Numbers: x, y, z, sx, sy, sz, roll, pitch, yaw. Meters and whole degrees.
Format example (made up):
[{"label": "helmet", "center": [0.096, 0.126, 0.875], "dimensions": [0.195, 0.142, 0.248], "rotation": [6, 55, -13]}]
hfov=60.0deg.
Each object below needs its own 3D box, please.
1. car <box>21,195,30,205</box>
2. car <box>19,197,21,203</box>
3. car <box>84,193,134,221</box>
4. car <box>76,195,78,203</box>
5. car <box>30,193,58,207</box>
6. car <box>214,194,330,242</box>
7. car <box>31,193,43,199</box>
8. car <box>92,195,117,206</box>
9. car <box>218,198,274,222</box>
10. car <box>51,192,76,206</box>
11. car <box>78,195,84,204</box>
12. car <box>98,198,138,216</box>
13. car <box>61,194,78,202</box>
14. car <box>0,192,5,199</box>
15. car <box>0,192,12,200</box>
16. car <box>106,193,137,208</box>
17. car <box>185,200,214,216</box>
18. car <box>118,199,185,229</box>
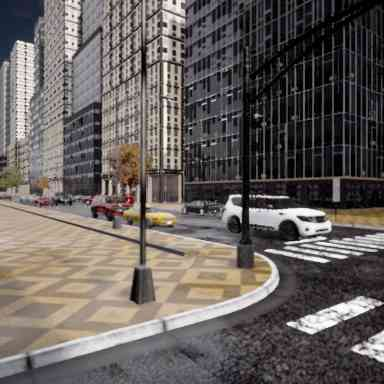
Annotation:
[{"label": "car", "center": [-22.953, 1.218, 48.451], "dimensions": [2.008, 1.369, 4.403], "rotation": [1, 0, -36]}, {"label": "car", "center": [-26.327, 1.178, 53.014], "dimensions": [2.008, 1.369, 4.403], "rotation": [1, 0, -36]}, {"label": "car", "center": [-6.160, 1.165, 25.576], "dimensions": [2.192, 1.841, 5.009], "rotation": [1, 0, -36]}, {"label": "car", "center": [-19.586, 1.204, 57.991], "dimensions": [2.008, 1.369, 4.403], "rotation": [1, 0, -36]}, {"label": "car", "center": [-19.579, 1.251, 43.888], "dimensions": [1.887, 1.381, 4.507], "rotation": [1, 0, -36]}, {"label": "car", "center": [3.958, 1.154, 16.650], "dimensions": [2.150, 2.045, 5.566], "rotation": [0, 0, -39]}, {"label": "car", "center": [-39.830, 0.953, 85.369], "dimensions": [1.947, 1.339, 4.313], "rotation": [1, 0, -36]}, {"label": "car", "center": [-12.939, 1.255, 49.003], "dimensions": [1.752, 1.417, 4.829], "rotation": [1, 0, -36]}, {"label": "car", "center": [4.138, 1.349, 26.129], "dimensions": [1.967, 1.590, 4.097], "rotation": [1, 0, -36]}, {"label": "car", "center": [-18.801, 0.979, 47.353], "dimensions": [2.150, 2.045, 5.566], "rotation": [0, 0, -36]}, {"label": "car", "center": [-16.212, 1.237, 53.429], "dimensions": [1.887, 1.381, 4.507], "rotation": [1, 0, -36]}, {"label": "car", "center": [-7.060, 1.331, 31.314], "dimensions": [1.837, 1.490, 4.892], "rotation": [0, 0, -36]}, {"label": "car", "center": [-23.061, 1.136, 62.692], "dimensions": [1.752, 1.417, 4.829], "rotation": [1, 0, -36]}, {"label": "car", "center": [-46.574, 0.802, 80.396], "dimensions": [1.967, 1.590, 4.097], "rotation": [1, 0, -36]}, {"label": "car", "center": [-39.826, 1.000, 71.268], "dimensions": [1.887, 1.381, 4.507], "rotation": [1, 0, -36]}, {"label": "car", "center": [-9.462, 1.083, 44.304], "dimensions": [2.192, 1.841, 5.009], "rotation": [1, 0, -36]}, {"label": "car", "center": [0.737, 1.427, 30.676], "dimensions": [2.008, 1.369, 4.403], "rotation": [1, 0, -36]}, {"label": "car", "center": [-2.708, 1.409, 20.856], "dimensions": [1.752, 1.417, 4.829], "rotation": [1, 0, -36]}]
